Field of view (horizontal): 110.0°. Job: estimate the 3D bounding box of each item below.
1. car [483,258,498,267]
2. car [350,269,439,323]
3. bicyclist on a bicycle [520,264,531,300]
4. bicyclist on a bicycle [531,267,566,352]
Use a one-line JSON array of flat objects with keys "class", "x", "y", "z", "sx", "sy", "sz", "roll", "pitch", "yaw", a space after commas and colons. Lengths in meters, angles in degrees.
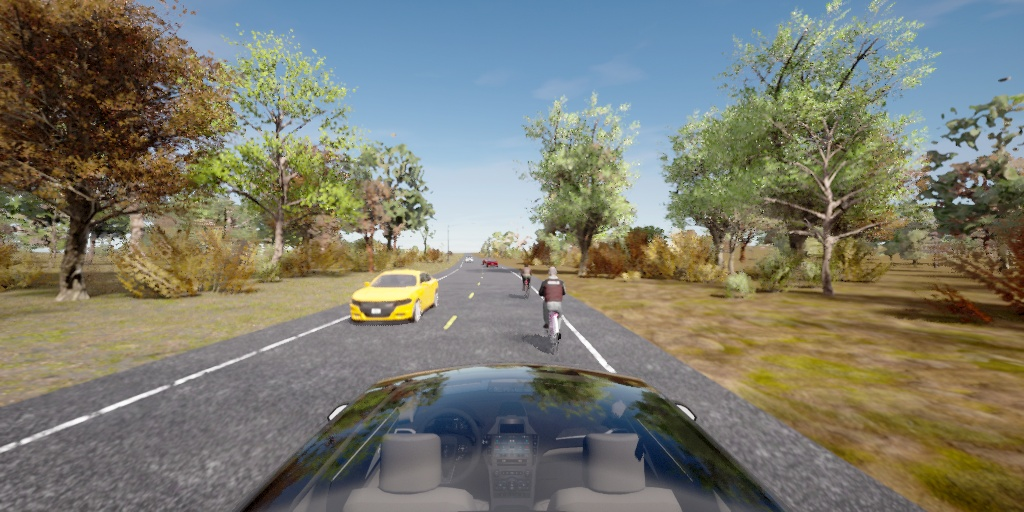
[{"class": "car", "x": -3.486, "y": 1.140, "z": 61.592, "sx": 1.882, "sy": 1.535, "sz": 5.008, "roll": 0, "pitch": 0, "yaw": -7}, {"class": "car", "x": -3.764, "y": 1.227, "z": 12.279, "sx": 1.882, "sy": 1.535, "sz": 5.008, "roll": 0, "pitch": 0, "yaw": -1}, {"class": "bicyclist on a bicycle", "x": 0.683, "y": 1.201, "z": 16.871, "sx": 0.582, "sy": 1.620, "sz": 1.656, "roll": 0, "pitch": 0, "yaw": -2}, {"class": "bicyclist on a bicycle", "x": 0.886, "y": 1.120, "z": 8.028, "sx": 0.659, "sy": 1.776, "sz": 1.843, "roll": 0, "pitch": 0, "yaw": -1}]
